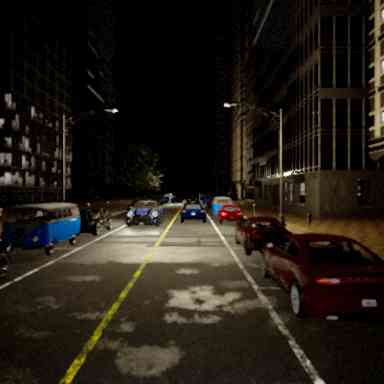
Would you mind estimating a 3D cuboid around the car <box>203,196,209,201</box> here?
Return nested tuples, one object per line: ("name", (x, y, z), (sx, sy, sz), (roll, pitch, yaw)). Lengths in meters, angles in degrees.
("car", (2.693, 1.545, 41.286), (1.887, 1.381, 4.507), (0, 0, 0))

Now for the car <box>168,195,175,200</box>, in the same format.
("car", (-5.683, 1.475, 92.134), (1.752, 1.417, 4.829), (0, 0, 0))

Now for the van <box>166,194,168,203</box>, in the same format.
("van", (-5.686, 1.333, 58.292), (1.690, 1.788, 3.998), (0, 0, 0))

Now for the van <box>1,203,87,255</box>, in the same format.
("van", (-5.690, 1.349, 12.944), (1.690, 1.788, 3.998), (0, 0, 0))

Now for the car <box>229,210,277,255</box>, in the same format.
("car", (2.690, 1.589, 12.942), (1.802, 1.307, 4.206), (0, 0, 0))

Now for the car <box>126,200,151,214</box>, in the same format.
("car", (-5.688, 1.568, 35.619), (1.947, 1.339, 4.313), (0, 0, 0))

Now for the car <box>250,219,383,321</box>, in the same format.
("car", (2.690, 1.549, 7.275), (1.887, 1.381, 4.507), (0, 0, 0))

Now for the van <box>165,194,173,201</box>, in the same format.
("van", (-5.684, 1.310, 80.966), (1.690, 1.788, 3.998), (0, 0, 0))

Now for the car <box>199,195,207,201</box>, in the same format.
("car", (2.696, 1.534, 80.966), (1.947, 1.339, 4.313), (0, 0, 0))

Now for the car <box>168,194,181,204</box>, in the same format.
("car", (-3.012, 1.591, 63.845), (1.895, 1.301, 4.718), (0, 0, 0))

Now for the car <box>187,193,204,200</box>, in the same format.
("car", (0.100, 1.351, 41.958), (2.097, 1.767, 4.553), (0, 0, 0))

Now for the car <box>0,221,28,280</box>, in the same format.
("car", (-5.690, 1.570, 7.276), (1.947, 1.339, 4.313), (0, 0, 0))

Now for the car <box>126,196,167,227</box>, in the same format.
("car", (-3.097, 1.359, 22.662), (2.097, 1.767, 4.553), (0, 0, 0))

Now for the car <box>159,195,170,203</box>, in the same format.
("car", (-5.685, 1.423, 69.628), (1.967, 1.590, 4.097), (0, 0, 0))

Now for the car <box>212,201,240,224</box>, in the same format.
("car", (2.692, 1.589, 24.282), (1.802, 1.307, 4.206), (0, 0, 0))

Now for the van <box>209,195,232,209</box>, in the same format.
("van", (2.692, 1.346, 29.950), (1.690, 1.788, 3.998), (0, 0, 0))

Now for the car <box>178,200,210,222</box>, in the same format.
("car", (0.101, 1.570, 26.417), (1.994, 1.385, 4.181), (0, 0, 0))

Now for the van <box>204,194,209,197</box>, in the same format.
("van", (2.695, 1.333, 58.291), (1.690, 1.788, 3.998), (0, 0, 0))

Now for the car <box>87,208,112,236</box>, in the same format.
("car", (-5.689, 1.575, 18.613), (1.947, 1.339, 4.313), (0, 0, 0))

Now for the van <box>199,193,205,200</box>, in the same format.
("van", (2.698, 1.290, 92.303), (1.690, 1.788, 3.998), (0, 0, 0))
